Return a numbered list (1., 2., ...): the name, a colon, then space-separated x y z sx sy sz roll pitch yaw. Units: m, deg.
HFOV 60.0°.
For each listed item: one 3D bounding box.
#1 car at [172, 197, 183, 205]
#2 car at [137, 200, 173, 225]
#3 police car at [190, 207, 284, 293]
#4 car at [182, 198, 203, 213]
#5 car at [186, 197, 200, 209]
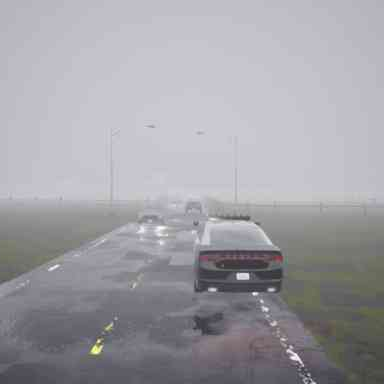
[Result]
1. car: -2.554 1.549 58.599 1.994 1.385 4.181 0 0 0
2. car: -2.766 1.546 24.636 2.033 1.411 5.357 0 0 0
3. police car: 0.992 1.425 9.009 1.930 1.638 5.238 0 0 0
4. car: 0.197 1.499 37.228 1.837 1.490 4.892 0 0 0
5. car: 0.186 1.516 47.397 1.812 1.442 4.674 0 0 1
